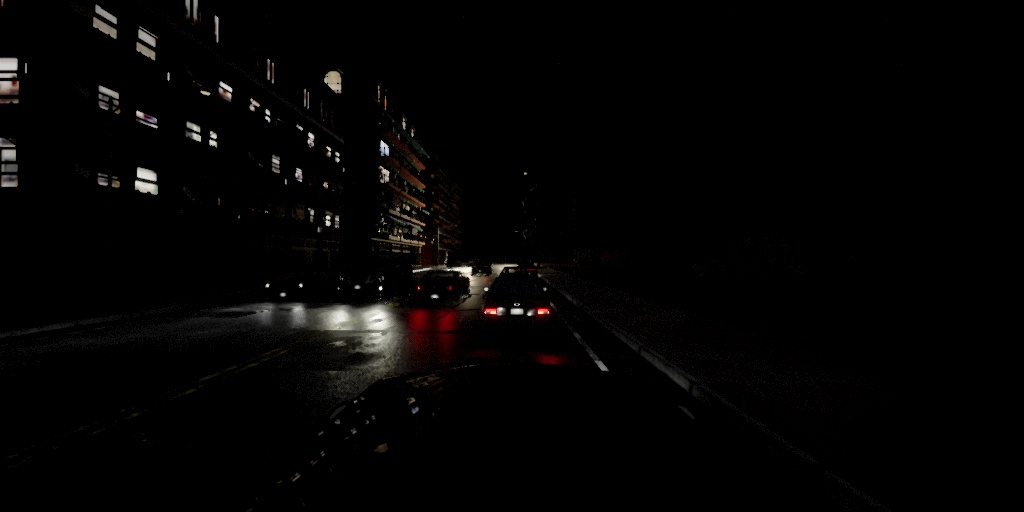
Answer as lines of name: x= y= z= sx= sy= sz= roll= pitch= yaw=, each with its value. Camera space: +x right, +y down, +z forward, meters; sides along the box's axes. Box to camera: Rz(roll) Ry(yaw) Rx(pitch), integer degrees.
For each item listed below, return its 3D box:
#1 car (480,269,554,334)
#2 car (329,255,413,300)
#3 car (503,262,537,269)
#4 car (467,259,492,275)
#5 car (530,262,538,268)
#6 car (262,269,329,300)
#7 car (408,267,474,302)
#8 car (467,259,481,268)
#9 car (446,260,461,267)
car: x=0.110 y=1.297 z=10.593 sx=2.033 sy=1.411 sz=5.357 roll=0 pitch=0 yaw=0
car: x=-6.586 y=0.971 z=18.044 sx=2.150 sy=2.045 sz=5.566 roll=0 pitch=0 yaw=0
car: x=0.116 y=1.297 z=20.954 sx=2.033 sy=1.411 sz=5.357 roll=0 pitch=0 yaw=0
car: x=-3.119 y=1.239 z=37.399 sx=2.128 sy=1.511 sz=4.902 roll=0 pitch=0 yaw=0
car: x=1.163 y=1.254 z=30.722 sx=1.837 sy=1.490 sz=4.892 roll=0 pitch=0 yaw=0
car: x=-9.837 y=1.350 z=17.626 sx=1.895 sy=1.301 sz=4.718 roll=0 pitch=0 yaw=0
car: x=-3.138 y=1.350 z=16.868 sx=1.895 sy=1.301 sz=4.718 roll=0 pitch=0 yaw=0
car: x=-6.521 y=1.248 z=61.577 sx=1.837 sy=1.490 sz=4.892 roll=0 pitch=-1 yaw=0
car: x=-9.777 y=1.342 z=59.969 sx=1.895 sy=1.301 sz=4.718 roll=0 pitch=0 yaw=0
